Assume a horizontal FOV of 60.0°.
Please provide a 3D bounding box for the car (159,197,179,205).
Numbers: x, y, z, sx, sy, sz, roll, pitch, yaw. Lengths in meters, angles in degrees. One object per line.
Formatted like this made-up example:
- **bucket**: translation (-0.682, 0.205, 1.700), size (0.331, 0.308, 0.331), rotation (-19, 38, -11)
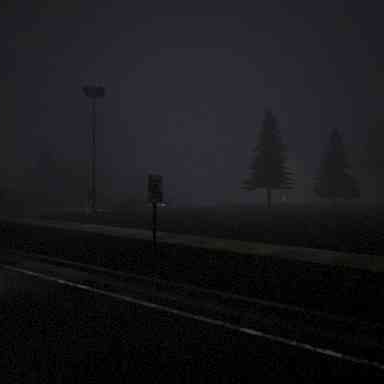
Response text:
- **car**: translation (-4.271, 1.553, 60.278), size (1.994, 1.385, 4.181), rotation (0, 0, 35)

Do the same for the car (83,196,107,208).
- **car**: translation (-13.255, 1.340, 47.449), size (2.097, 1.767, 4.553), rotation (0, 0, 35)

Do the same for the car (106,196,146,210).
- **car**: translation (-8.095, 1.468, 42.616), size (1.882, 1.535, 5.008), rotation (0, 0, 35)

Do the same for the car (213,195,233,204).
- **car**: translation (5.754, 1.342, 62.361), size (2.097, 1.767, 4.553), rotation (0, 0, 35)
